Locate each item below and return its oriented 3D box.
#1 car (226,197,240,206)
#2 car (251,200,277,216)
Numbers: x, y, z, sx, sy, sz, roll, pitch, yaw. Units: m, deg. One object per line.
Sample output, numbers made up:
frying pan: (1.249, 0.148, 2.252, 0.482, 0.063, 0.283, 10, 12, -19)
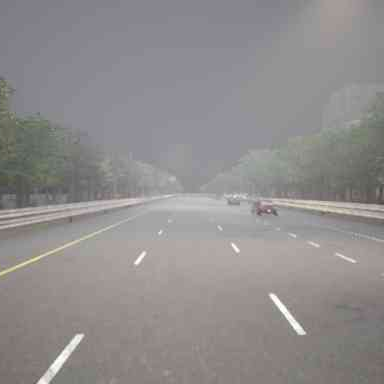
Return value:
car: (7.054, 1.543, 57.412, 2.128, 1.511, 4.902, 0, 0, 0)
car: (6.997, 1.548, 32.432, 1.812, 1.442, 4.674, 0, 0, 0)
